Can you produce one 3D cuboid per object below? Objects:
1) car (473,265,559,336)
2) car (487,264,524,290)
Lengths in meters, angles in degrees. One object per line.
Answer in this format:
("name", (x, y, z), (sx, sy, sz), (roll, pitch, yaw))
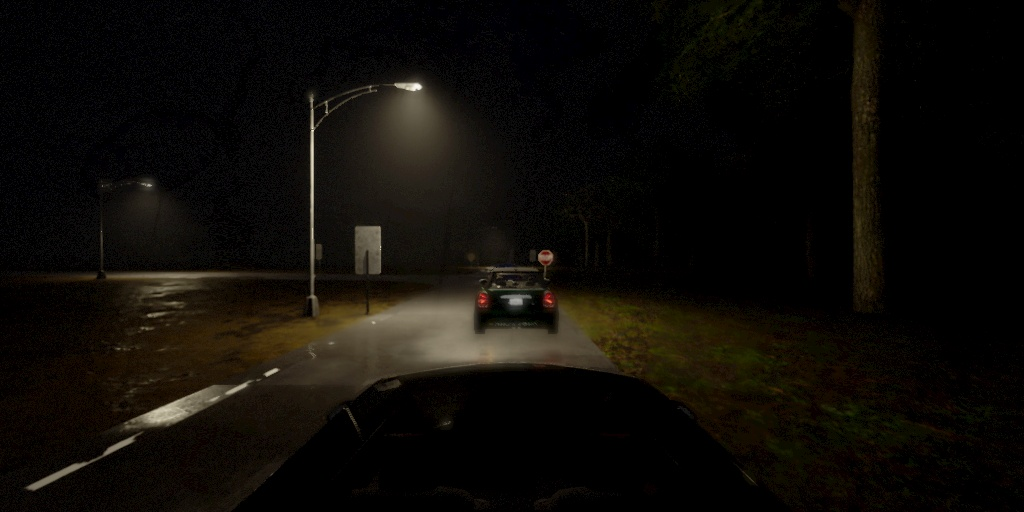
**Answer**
("car", (0.104, 1.100, 10.564), (2.097, 1.767, 4.553), (0, 0, 0))
("car", (-0.541, 1.285, 23.846), (1.812, 1.442, 4.674), (0, 0, -9))
